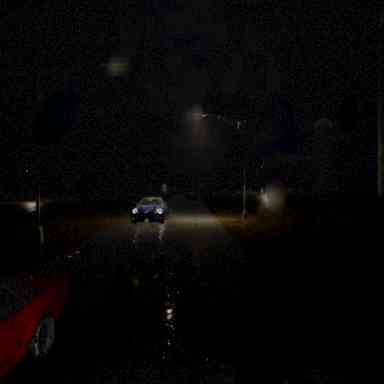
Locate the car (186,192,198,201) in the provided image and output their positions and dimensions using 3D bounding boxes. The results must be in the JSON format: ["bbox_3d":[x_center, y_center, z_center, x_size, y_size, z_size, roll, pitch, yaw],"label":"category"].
[{"bbox_3d":[-0.006,0.692,56.287,1.882,1.535,5.008,0,1,0],"label":"car"}]

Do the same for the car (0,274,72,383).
[{"bbox_3d":[-2.840,1.589,3.047,1.895,1.301,4.718,0,0,0],"label":"car"}]

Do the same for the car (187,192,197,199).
[{"bbox_3d":[-0.007,0.621,66.745,1.994,1.385,4.181,0,1,0],"label":"car"}]

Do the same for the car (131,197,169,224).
[{"bbox_3d":[-2.798,1.158,22.848,2.097,1.767,4.553,0,1,1],"label":"car"}]
